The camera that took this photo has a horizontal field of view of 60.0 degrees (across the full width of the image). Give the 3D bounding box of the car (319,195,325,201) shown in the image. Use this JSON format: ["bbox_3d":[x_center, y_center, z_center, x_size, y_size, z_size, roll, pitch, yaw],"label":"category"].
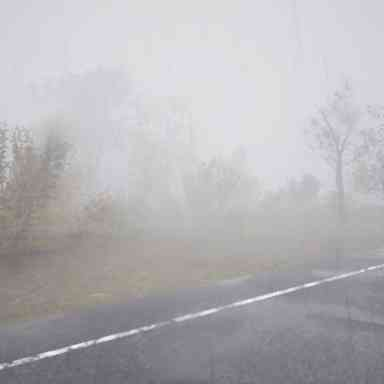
[{"bbox_3d":[29.589,1.373,77.769,1.895,1.301,4.718,0,0,-37],"label":"car"}]
